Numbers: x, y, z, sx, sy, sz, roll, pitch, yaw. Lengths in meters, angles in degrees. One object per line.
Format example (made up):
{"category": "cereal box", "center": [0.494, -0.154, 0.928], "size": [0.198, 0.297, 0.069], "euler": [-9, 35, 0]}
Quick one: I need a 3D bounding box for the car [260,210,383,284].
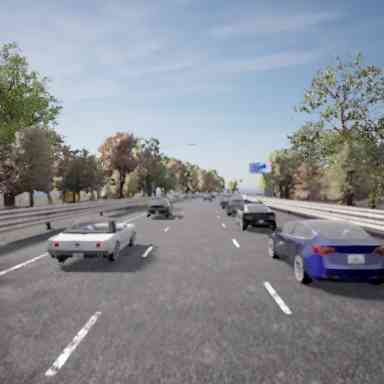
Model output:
{"category": "car", "center": [3.564, 1.479, 9.500], "size": [2.163, 1.488, 4.792], "euler": [0, 0, 1]}

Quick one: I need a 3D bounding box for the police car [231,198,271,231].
{"category": "police car", "center": [3.787, 1.370, 20.455], "size": [1.930, 1.638, 5.238], "euler": [0, 0, 2]}

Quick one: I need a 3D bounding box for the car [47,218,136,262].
{"category": "car", "center": [-3.291, 1.564, 11.937], "size": [1.895, 1.301, 4.718], "euler": [0, 0, 1]}

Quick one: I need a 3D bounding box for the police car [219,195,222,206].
{"category": "police car", "center": [4.686, 1.324, 42.192], "size": [1.930, 1.638, 5.238], "euler": [0, 0, 3]}

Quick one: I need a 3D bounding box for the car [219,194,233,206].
{"category": "car", "center": [5.354, 1.234, 52.908], "size": [2.097, 1.767, 4.553], "euler": [0, 0, 4]}

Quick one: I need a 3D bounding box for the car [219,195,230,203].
{"category": "car", "center": [6.184, 1.359, 63.785], "size": [2.128, 1.511, 4.902], "euler": [0, 0, 5]}

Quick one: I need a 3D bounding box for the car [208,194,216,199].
{"category": "car", "center": [5.480, 1.189, 92.113], "size": [1.837, 1.490, 4.892], "euler": [0, 0, 7]}

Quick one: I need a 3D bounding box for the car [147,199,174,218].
{"category": "car", "center": [-2.786, 1.423, 29.755], "size": [1.837, 1.490, 4.892], "euler": [0, 0, 2]}

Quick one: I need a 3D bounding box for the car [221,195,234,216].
{"category": "car", "center": [4.156, 1.349, 31.217], "size": [2.033, 1.649, 4.856], "euler": [0, 0, 2]}

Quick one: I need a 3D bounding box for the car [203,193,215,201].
{"category": "car", "center": [3.370, 1.240, 72.290], "size": [2.033, 1.411, 5.357], "euler": [0, 0, 6]}
